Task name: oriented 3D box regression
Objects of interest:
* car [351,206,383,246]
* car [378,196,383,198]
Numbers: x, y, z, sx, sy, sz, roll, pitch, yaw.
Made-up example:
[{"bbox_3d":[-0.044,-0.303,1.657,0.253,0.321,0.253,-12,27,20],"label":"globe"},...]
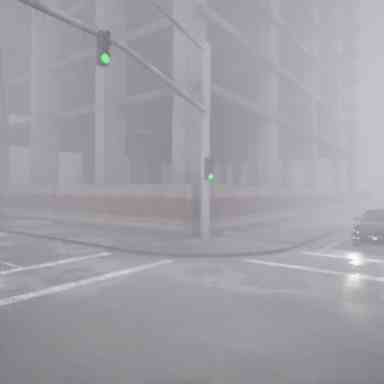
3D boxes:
[{"bbox_3d":[8.265,1.493,14.380,1.837,1.490,4.892,1,0,36],"label":"car"},{"bbox_3d":[13.568,1.342,21.555,2.097,1.767,4.553,1,0,36],"label":"car"}]
